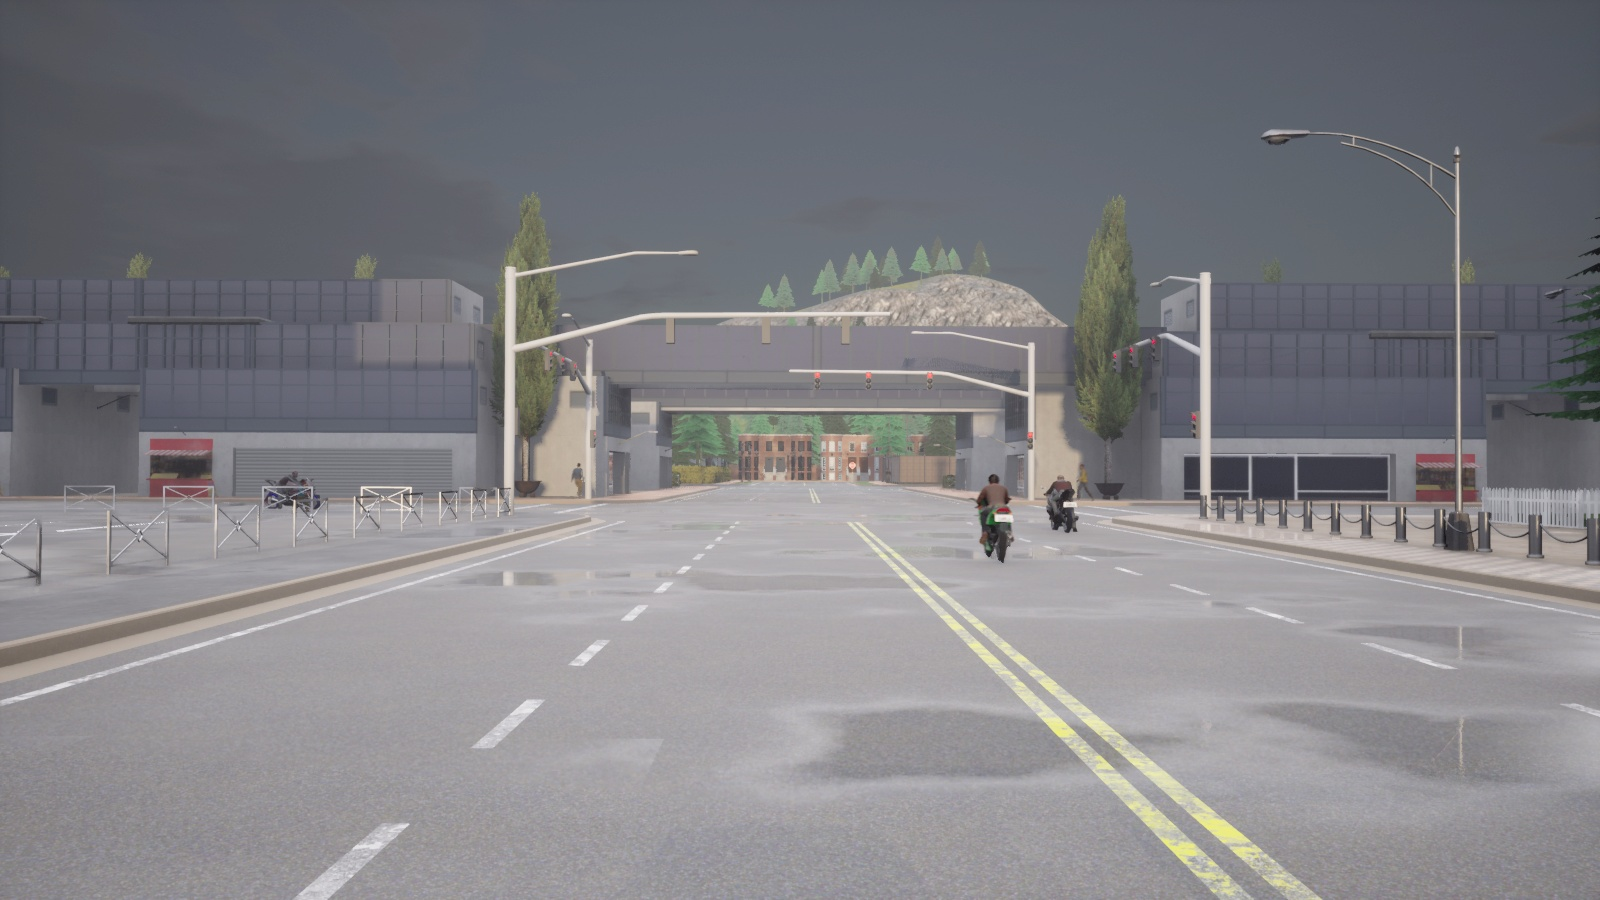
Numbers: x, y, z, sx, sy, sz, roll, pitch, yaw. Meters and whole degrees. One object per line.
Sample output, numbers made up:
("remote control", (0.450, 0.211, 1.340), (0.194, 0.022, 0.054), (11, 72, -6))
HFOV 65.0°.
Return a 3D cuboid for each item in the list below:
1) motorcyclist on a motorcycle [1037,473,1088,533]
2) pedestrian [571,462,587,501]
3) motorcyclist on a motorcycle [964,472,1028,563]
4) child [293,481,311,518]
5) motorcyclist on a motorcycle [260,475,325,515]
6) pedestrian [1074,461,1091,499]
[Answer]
("motorcyclist on a motorcycle", (6.892, 1.376, 33.068), (0.866, 1.530, 2.191), (0, -1, 0))
("pedestrian", (-10.893, 1.555, 61.960), (0.423, 1.949, 0.788), (-1, -1, 21))
("motorcyclist on a motorcycle", (3.426, 1.154, 22.120), (0.797, 1.523, 2.044), (0, -1, 0))
("child", (-16.022, 1.595, 40.423), (0.448, 1.192, 0.343), (0, -1, -6))
("motorcyclist on a motorcycle", (-19.648, 1.743, 48.641), (2.191, 1.530, 0.866), (0, -1, 1))
("pedestrian", (13.635, 1.433, 60.540), (0.709, 1.840, 0.431), (0, -1, 0))
